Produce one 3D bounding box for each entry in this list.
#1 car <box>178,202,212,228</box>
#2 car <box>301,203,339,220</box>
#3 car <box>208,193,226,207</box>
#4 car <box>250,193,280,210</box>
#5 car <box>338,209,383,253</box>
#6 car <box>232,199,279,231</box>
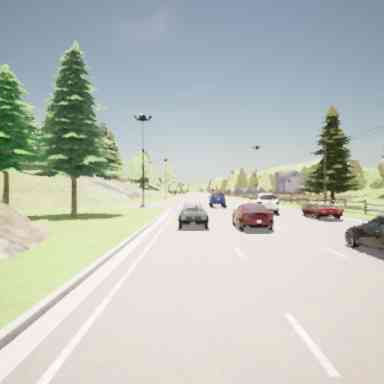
[{"bbox_3d":[0.089,1.548,21.508,1.895,1.301,4.718,0,0,0],"label":"car"},{"bbox_3d":[10.588,1.533,27.516,1.895,1.301,4.718,0,0,0],"label":"car"},{"bbox_3d":[3.577,1.105,47.679,2.150,2.045,5.566,0,0,0],"label":"car"},{"bbox_3d":[7.085,1.142,33.035,2.150,2.045,5.566,0,0,0],"label":"car"},{"bbox_3d":[7.097,1.497,11.475,1.812,1.442,4.674,0,0,0],"label":"car"},{"bbox_3d":[3.591,1.428,20.282,1.882,1.535,5.008,0,0,0],"label":"car"}]
